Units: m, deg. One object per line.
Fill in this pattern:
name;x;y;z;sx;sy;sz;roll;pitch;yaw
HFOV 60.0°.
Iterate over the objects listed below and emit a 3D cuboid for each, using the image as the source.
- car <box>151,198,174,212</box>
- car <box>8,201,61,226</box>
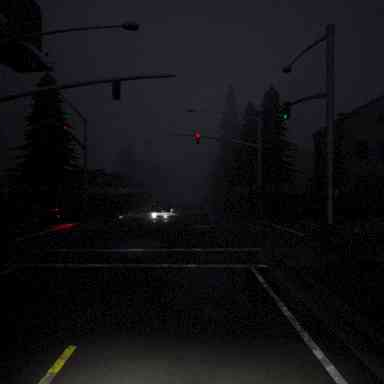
car;-3.477;1.564;38.045;1.994;1.385;4.181;0;0;0
car;-11.070;1.317;21.461;4.902;1.511;2.128;1;0;-1
